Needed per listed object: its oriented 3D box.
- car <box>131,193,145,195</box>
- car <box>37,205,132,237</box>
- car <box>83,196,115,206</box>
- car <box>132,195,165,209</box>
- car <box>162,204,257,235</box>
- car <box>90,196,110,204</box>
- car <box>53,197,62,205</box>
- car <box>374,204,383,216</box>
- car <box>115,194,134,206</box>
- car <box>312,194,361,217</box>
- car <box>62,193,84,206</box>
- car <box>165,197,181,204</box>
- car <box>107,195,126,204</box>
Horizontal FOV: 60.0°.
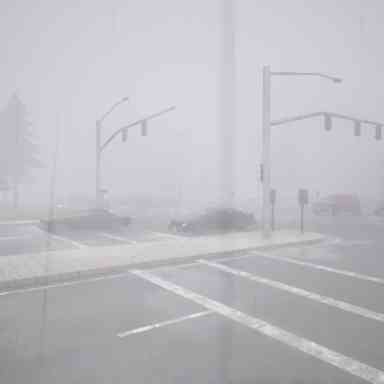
[{"bbox_3d":[-9.006,1.222,56.931,2.150,2.045,5.566,0,0,-35],"label":"car"},{"bbox_3d":[-5.818,1.601,18.228,4.718,1.301,1.895,0,0,-35],"label":"car"},{"bbox_3d":[-12.049,1.505,42.956,1.837,1.490,4.892,0,0,-35],"label":"car"},{"bbox_3d":[-6.250,1.505,46.880,1.837,1.490,4.892,0,0,-35],"label":"car"},{"bbox_3d":[1.271,1.547,18.915,5.357,1.411,2.033,0,0,-35],"label":"car"},{"bbox_3d":[-17.345,1.491,62.794,2.128,1.511,4.902,0,0,-35],"label":"car"},{"bbox_3d":[-23.409,1.564,59.250,1.994,1.385,4.181,0,0,-34],"label":"car"},{"bbox_3d":[18.907,1.526,31.098,4.674,1.442,1.812,0,0,-35],"label":"car"},{"bbox_3d":[-11.491,1.505,54.371,1.837,1.490,4.892,0,0,-35],"label":"car"},{"bbox_3d":[13.924,1.223,31.905,5.566,2.045,2.150,0,0,-35],"label":"car"},{"bbox_3d":[-17.713,1.221,51.032,2.150,2.045,5.566,0,0,-35],"label":"car"},{"bbox_3d":[-3.468,1.505,49.008,1.837,1.490,4.892,0,0,-35],"label":"car"},{"bbox_3d":[-14.795,1.478,65.282,1.882,1.535,5.008,0,0,-34],"label":"car"}]
